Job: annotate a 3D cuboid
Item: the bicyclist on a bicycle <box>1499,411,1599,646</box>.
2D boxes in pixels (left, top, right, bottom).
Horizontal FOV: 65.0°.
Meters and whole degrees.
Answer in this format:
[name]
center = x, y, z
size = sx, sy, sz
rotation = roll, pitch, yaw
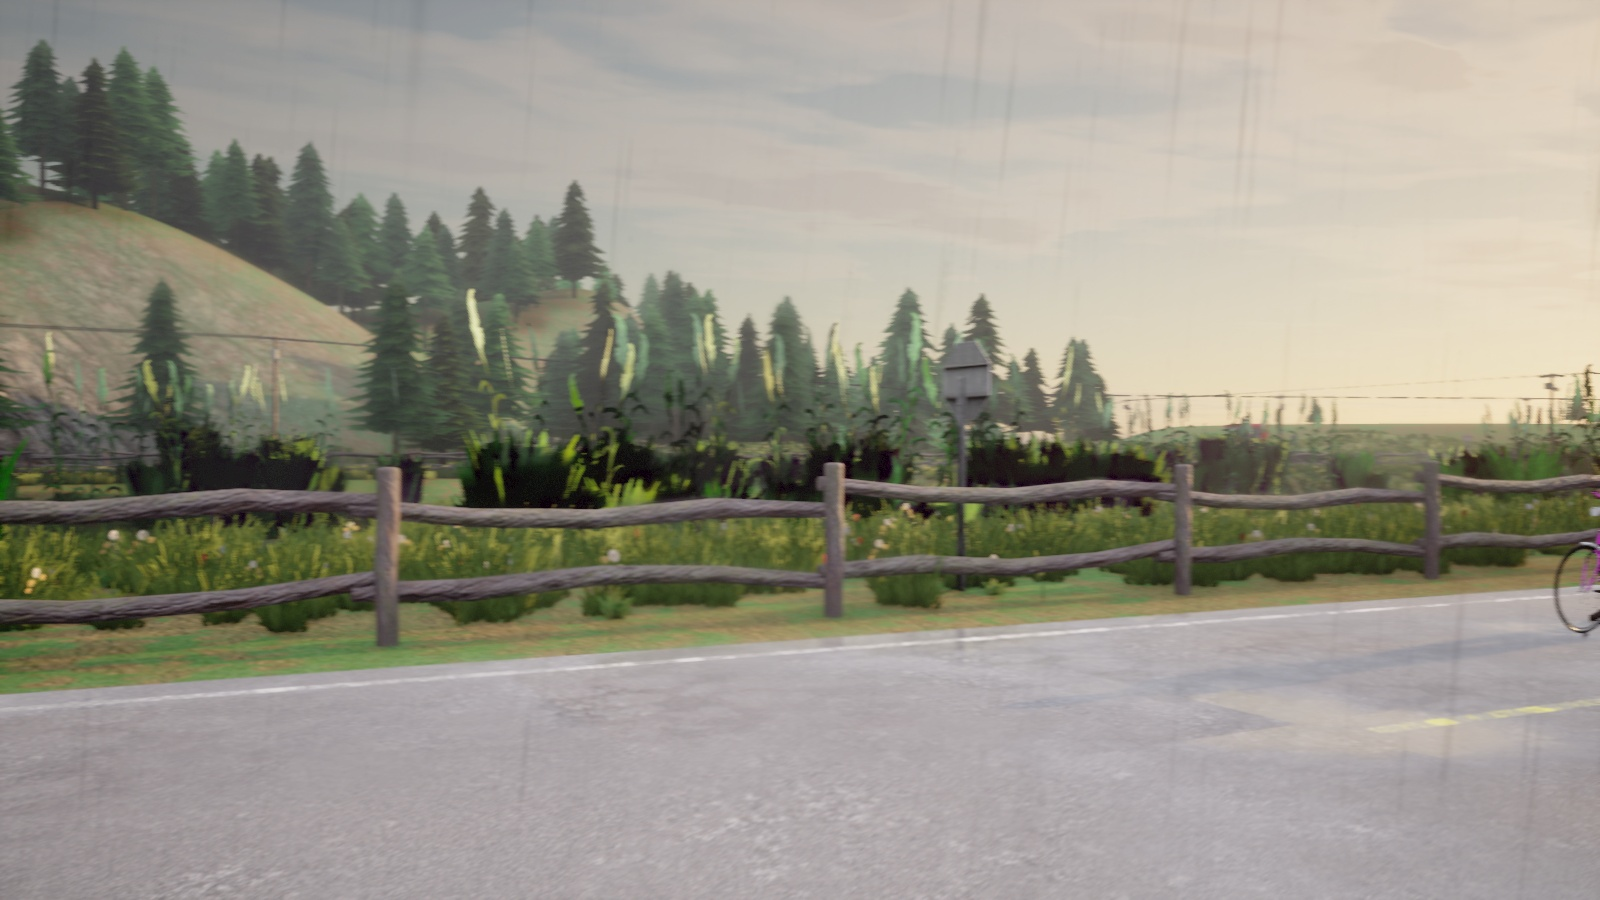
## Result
[bicyclist on a bicycle]
center = 6.603, 0.597, 10.199
size = 1.843, 1.776, 0.659
rotation = 0, 0, -26
